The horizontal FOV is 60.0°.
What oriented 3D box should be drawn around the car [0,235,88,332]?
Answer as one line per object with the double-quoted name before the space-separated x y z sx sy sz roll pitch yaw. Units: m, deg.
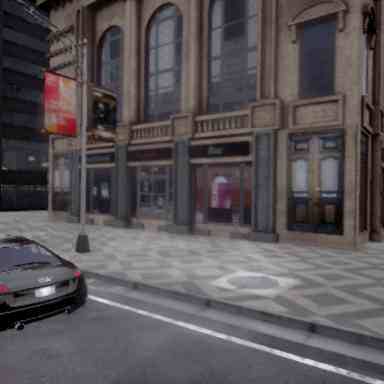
"car" -3.960 1.554 6.505 4.181 1.385 1.994 0 0 36
